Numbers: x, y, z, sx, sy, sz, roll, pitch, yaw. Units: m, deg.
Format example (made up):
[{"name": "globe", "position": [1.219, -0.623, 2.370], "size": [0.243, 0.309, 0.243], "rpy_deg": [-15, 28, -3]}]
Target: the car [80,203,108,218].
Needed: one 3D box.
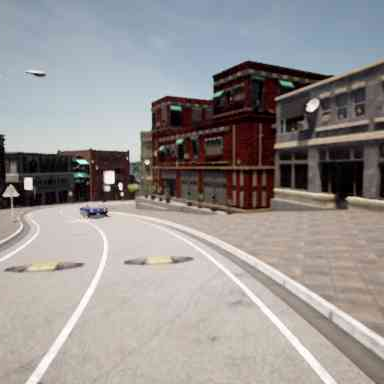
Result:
[{"name": "car", "position": [-9.645, 1.758, 32.434], "size": [1.895, 1.301, 4.718], "rpy_deg": [-3, 1, -28]}]
